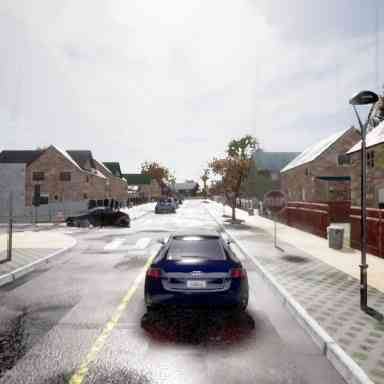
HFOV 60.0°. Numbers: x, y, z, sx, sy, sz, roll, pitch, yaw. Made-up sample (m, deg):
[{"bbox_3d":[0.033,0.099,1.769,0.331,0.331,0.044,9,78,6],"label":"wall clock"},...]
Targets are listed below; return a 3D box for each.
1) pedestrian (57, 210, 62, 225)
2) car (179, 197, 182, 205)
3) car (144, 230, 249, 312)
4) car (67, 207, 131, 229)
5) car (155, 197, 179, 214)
[{"bbox_3d":[-9.916,1.856,24.845,0.500,1.100,0.500,0,-2,5],"label":"pedestrian"},{"bbox_3d":[-2.845,1.652,49.210,1.837,1.490,4.892,0,0,0],"label":"car"},{"bbox_3d":[0.093,1.574,7.798,1.994,1.385,4.181,0,0,0],"label":"car"},{"bbox_3d":[-6.346,1.741,22.801,4.181,1.385,1.994,-1,0,-36],"label":"car"},{"bbox_3d":[-2.855,1.442,36.791,2.097,1.767,4.553,0,0,0],"label":"car"}]
